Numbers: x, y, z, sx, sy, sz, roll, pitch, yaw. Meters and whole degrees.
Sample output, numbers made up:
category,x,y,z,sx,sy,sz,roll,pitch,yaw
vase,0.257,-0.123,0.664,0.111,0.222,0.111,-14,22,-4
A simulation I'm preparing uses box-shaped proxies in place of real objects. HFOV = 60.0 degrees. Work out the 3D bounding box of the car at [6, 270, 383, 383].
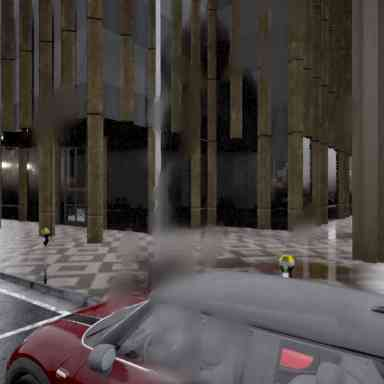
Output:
category,x,y,z,sx,sy,sz,roll,pitch,yaw
car,0.175,1.440,2.839,4.097,1.590,1.967,0,0,36
